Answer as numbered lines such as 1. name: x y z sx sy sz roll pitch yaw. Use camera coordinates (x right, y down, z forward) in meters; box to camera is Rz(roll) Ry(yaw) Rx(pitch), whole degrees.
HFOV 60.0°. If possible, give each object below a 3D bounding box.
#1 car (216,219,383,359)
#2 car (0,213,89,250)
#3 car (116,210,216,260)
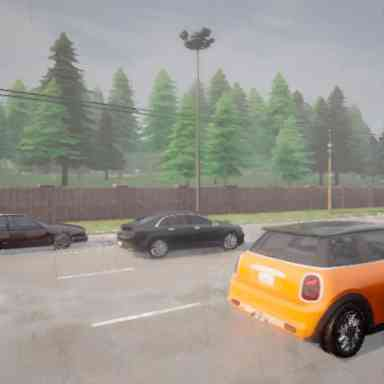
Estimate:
1. car: 2.962 1.313 6.075 4.553 1.767 2.097 0 0 -30
2. car: -6.804 1.517 12.580 5.357 1.411 2.033 0 0 -30
3. car: -0.296 1.451 12.276 4.892 1.490 1.837 0 0 -30
